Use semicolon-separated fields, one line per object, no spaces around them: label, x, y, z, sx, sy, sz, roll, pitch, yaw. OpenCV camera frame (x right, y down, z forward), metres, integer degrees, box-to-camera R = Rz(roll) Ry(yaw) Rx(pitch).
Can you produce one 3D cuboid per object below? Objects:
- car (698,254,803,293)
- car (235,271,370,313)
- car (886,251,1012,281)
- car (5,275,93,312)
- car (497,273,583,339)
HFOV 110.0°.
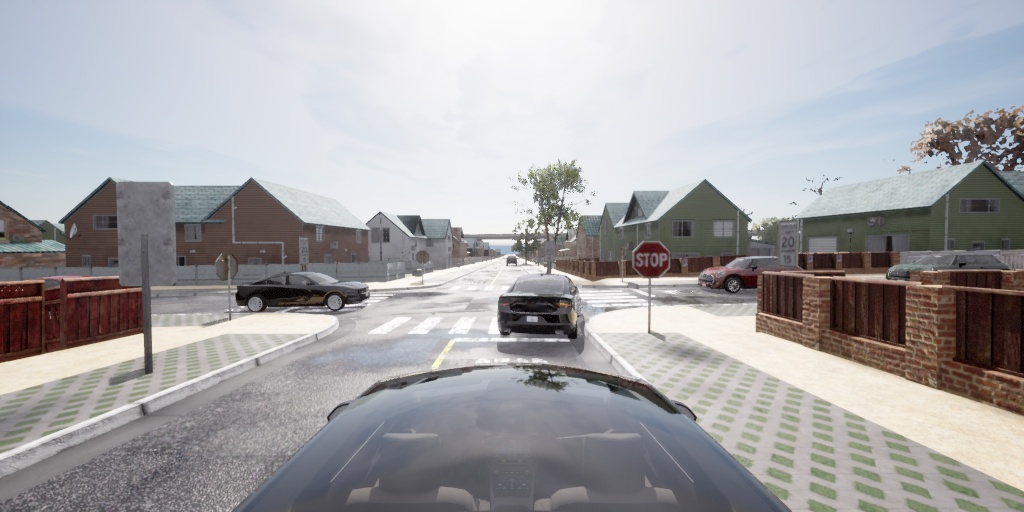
car;11.796;0.820;17.849;4.553;1.767;2.097;-1;2;0
car;-8.477;1.376;14.752;5.008;1.535;1.882;-1;2;0
car;21.691;0.646;17.926;4.553;1.767;2.097;-1;2;0
car;-18.030;1.546;14.683;5.008;1.535;1.882;-1;2;0
car;0.953;1.224;10.232;1.882;1.535;5.008;0;0;12
